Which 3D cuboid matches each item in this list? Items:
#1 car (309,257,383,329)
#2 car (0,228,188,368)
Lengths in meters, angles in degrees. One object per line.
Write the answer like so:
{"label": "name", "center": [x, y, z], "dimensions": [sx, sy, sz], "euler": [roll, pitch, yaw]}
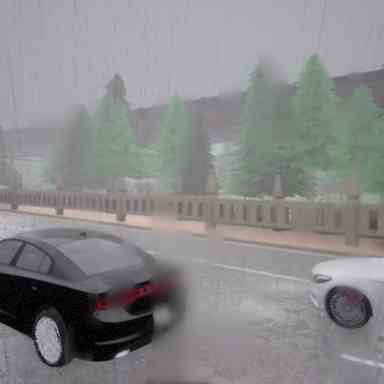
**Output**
{"label": "car", "center": [4.302, 1.531, 5.223], "dimensions": [4.674, 1.442, 1.812], "euler": [1, 0, 35]}
{"label": "car", "center": [-2.388, 1.367, 5.697], "dimensions": [5.008, 1.535, 1.882], "euler": [2, 1, 36]}
